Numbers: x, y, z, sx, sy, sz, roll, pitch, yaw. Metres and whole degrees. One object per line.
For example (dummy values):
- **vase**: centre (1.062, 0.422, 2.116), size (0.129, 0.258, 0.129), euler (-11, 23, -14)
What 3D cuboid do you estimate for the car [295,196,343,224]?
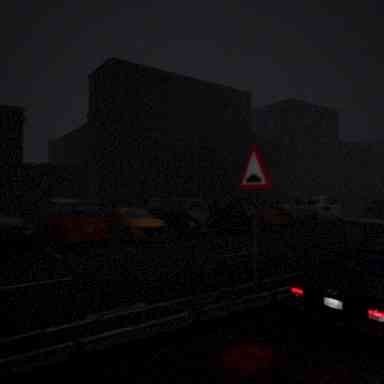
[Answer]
- **car**: centre (8.182, 1.284, 24.510), size (2.435, 2.045, 5.566), euler (0, 0, -36)

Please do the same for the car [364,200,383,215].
- **car**: centre (19.433, 1.563, 32.480), size (2.163, 1.488, 4.792), euler (0, 0, -36)

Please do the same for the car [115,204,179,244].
- **car**: centre (-3.025, 1.516, 16.473), size (2.097, 1.535, 5.008), euler (0, 0, -36)

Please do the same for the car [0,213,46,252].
- **car**: centre (-7.507, 1.549, 13.260), size (2.002, 1.452, 4.674), euler (0, 0, -36)

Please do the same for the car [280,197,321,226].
- **car**: centre (6.036, 1.407, 22.980), size (2.185, 1.767, 4.553), euler (0, 0, -36)

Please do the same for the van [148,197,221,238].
- **van**: centre (-0.710, 1.295, 17.977), size (1.878, 1.987, 4.442), euler (0, 0, -36)

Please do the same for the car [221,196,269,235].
- **car**: centre (1.449, 1.274, 19.699), size (2.435, 2.045, 5.566), euler (0, 0, -36)

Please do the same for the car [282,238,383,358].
- **car**: centre (3.947, 1.554, 5.949), size (5.357, 1.411, 2.033), euler (0, 0, -36)

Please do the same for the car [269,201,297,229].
- **car**: centre (3.814, 1.529, 21.347), size (2.097, 1.535, 5.008), euler (0, 0, -36)

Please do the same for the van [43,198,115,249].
- **van**: centre (-5.333, 1.286, 14.960), size (1.878, 1.987, 4.442), euler (0, 0, -36)
